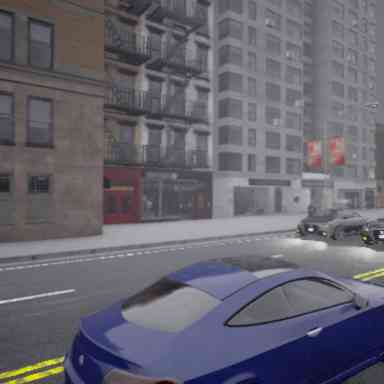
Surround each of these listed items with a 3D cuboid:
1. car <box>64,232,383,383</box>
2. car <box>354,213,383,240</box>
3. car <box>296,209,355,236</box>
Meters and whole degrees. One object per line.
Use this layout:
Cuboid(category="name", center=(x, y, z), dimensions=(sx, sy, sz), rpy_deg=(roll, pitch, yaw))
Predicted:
Cuboid(category="car", center=(0.916, 1.528, 4.099), dimensions=(4.674, 1.442, 1.812), rpy_deg=(0, 0, -35))
Cuboid(category="car", center=(9.083, 1.575, 14.150), dimensions=(4.181, 1.385, 1.994), rpy_deg=(0, 0, -35))
Cuboid(category="car", center=(7.204, 1.575, 16.803), dimensions=(4.181, 1.385, 1.994), rpy_deg=(0, 0, -35))
